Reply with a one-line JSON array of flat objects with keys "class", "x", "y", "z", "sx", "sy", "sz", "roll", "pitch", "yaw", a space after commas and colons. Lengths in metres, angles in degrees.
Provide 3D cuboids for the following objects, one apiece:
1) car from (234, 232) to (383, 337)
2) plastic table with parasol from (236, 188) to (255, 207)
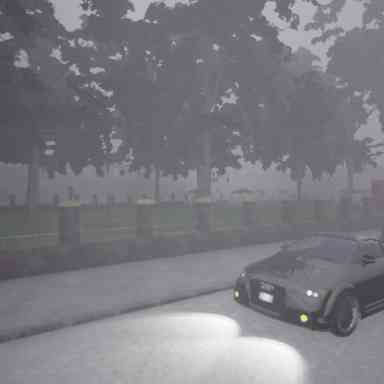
[{"class": "car", "x": 2.839, "y": 1.538, "z": 6.636, "sx": 4.181, "sy": 1.385, "sz": 1.994, "roll": 0, "pitch": 0, "yaw": -36}, {"class": "plastic table with parasol", "x": 7.659, "y": 0.782, "z": 47.585, "sx": 2.482, "sy": 2.480, "sz": 2.482, "roll": -3, "pitch": 0, "yaw": 13}]
